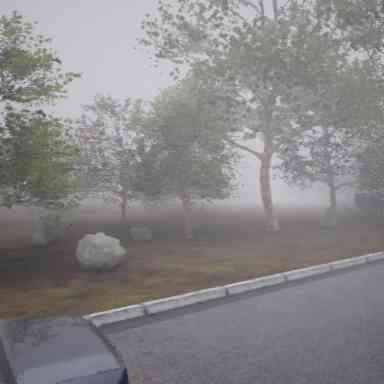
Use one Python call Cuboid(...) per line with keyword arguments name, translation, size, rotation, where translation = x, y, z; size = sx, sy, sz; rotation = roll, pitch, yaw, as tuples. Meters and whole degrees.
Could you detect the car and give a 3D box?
Cuboid(name="car", translation=(-2.895, 1.546, 1.621), size=(5.357, 1.411, 2.033), rotation=(0, 0, -35))
